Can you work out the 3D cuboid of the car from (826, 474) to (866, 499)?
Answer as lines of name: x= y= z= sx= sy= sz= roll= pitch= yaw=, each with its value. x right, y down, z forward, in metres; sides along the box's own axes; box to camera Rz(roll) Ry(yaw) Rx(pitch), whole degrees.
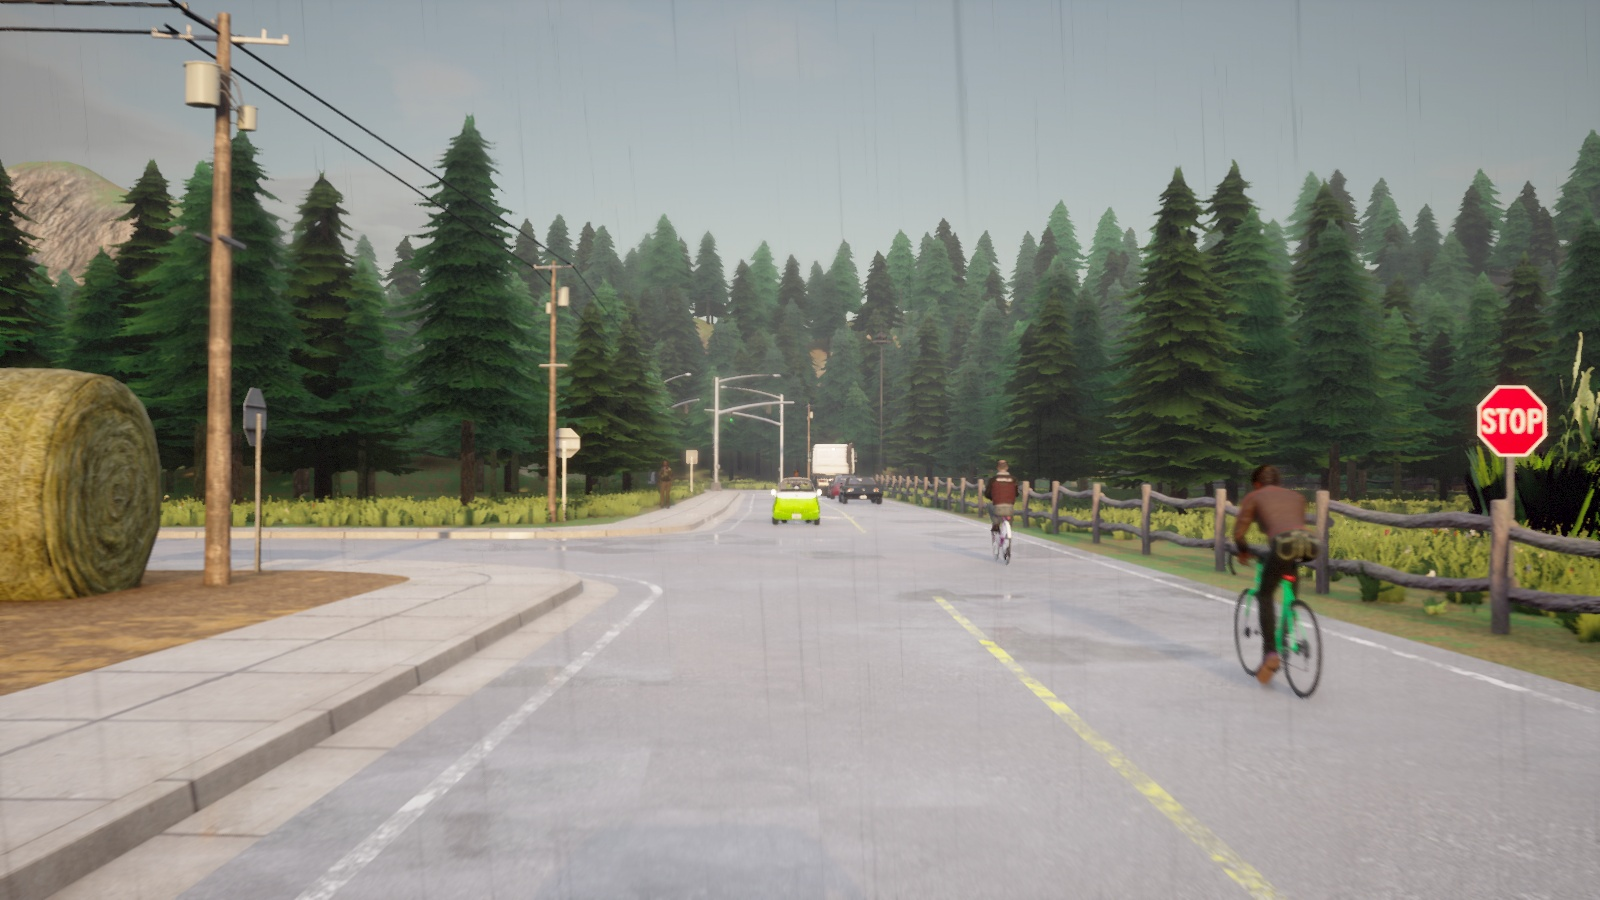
car: x=2.615 y=2.074 z=71.524 sx=1.994 sy=1.385 sz=4.181 roll=0 pitch=-1 yaw=-2

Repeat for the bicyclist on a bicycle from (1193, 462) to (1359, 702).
bicyclist on a bicycle: x=3.477 y=0.910 z=9.317 sx=0.582 sy=1.620 sz=1.656 roll=0 pitch=-1 yaw=0

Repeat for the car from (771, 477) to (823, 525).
car: x=-0.091 y=1.491 z=37.095 sx=1.481 sy=1.376 sz=2.207 roll=0 pitch=-1 yaw=0

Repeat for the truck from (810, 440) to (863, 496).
truck: x=2.294 y=1.200 z=81.688 sx=2.891 sy=3.462 sz=7.936 roll=0 pitch=-1 yaw=-2

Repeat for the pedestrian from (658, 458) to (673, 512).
pedestrian: x=-4.879 y=1.258 z=45.632 sx=0.395 sy=1.930 sz=0.692 roll=0 pitch=-1 yaw=8

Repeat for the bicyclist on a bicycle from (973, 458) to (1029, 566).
bicyclist on a bicycle: x=3.447 y=1.036 z=21.652 sx=0.659 sy=1.776 sz=1.843 roll=0 pitch=-1 yaw=0

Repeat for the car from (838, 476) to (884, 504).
car: x=2.929 y=1.936 z=61.195 sx=1.895 sy=1.301 sz=4.718 roll=0 pitch=-1 yaw=-2
